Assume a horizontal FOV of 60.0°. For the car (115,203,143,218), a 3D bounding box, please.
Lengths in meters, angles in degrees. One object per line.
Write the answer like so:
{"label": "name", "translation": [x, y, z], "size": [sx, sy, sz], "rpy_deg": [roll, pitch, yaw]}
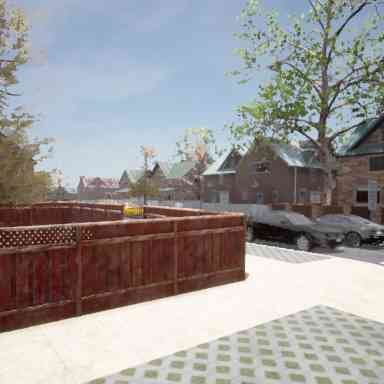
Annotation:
{"label": "car", "translation": [-7.051, 1.923, 35.932], "size": [1.882, 1.535, 5.008], "rpy_deg": [2, -2, -35]}

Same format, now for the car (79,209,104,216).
{"label": "car", "translation": [-11.444, 2.014, 37.118], "size": [1.895, 1.301, 4.718], "rpy_deg": [2, -2, -35]}

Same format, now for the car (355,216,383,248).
{"label": "car", "translation": [6.879, 1.739, 15.907], "size": [1.994, 1.385, 4.181], "rpy_deg": [2, -2, -35]}

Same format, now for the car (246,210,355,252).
{"label": "car", "translation": [4.145, 1.584, 14.675], "size": [1.882, 1.535, 5.008], "rpy_deg": [2, -2, -35]}
